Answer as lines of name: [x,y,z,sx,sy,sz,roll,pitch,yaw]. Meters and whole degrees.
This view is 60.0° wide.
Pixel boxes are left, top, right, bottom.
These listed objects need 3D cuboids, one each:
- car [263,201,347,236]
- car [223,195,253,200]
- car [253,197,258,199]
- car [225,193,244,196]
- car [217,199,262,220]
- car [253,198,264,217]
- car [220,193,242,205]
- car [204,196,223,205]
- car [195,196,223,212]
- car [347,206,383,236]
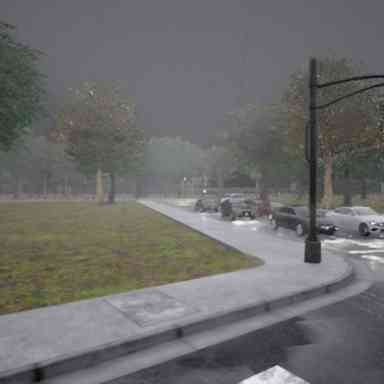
car: [6.003,1.498,18.417,1.837,1.490,4.892,0,0,-12]
car: [4.889,1.492,38.549,1.882,1.535,5.008,0,0,-12]
car: [9.187,1.534,49.802,2.128,1.511,4.902,0,0,-12]
car: [6.056,1.249,48.930,2.150,2.045,5.566,0,0,-12]
car: [3.877,1.560,28.033,1.994,1.385,4.181,0,0,-12]
car: [7.122,1.538,28.389,1.812,1.442,4.674,0,0,-12]
car: [6.947,1.254,59.701,2.150,2.045,5.566,0,0,-12]
car: [3.779,1.508,58.969,2.128,1.511,4.902,0,0,-12]
car: [1.666,1.503,38.048,1.837,1.490,4.892,0,0,-12]
car: [9.296,1.535,18.588,1.812,1.442,4.674,0,0,-11]
